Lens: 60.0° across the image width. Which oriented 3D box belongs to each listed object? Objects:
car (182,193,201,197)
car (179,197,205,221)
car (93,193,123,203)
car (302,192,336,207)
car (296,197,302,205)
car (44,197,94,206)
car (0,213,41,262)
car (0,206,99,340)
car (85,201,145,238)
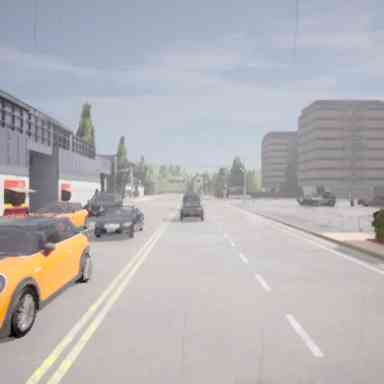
[{"bbox_3d":[-0.037,1.090,41.750,2.150,2.045,5.566,0,0,1],"label":"car"},{"bbox_3d":[0.008,1.407,26.604,2.128,1.511,4.902,0,0,0],"label":"car"},{"bbox_3d":[-7.073,1.135,27.153,2.150,2.045,5.566,0,1,0],"label":"car"},{"bbox_3d":[17.700,1.007,45.473,3.866,1.878,1.905,0,0,-2],"label":"car"},{"bbox_3d":[17.674,0.995,48.368,4.605,1.855,1.932,0,0,-2],"label":"car"},{"bbox_3d":[-7.033,1.300,17.569,2.097,1.767,4.553,0,0,0],"label":"car"},{"bbox_3d":[-7.113,1.532,11.332,1.994,1.385,4.181,0,0,0],"label":"car"},{"bbox_3d":[-3.607,1.332,6.582,2.097,1.767,4.553,0,0,0],"label":"car"},{"bbox_3d":[-3.617,1.440,17.343,2.128,1.511,4.902,0,0,0],"label":"car"}]
